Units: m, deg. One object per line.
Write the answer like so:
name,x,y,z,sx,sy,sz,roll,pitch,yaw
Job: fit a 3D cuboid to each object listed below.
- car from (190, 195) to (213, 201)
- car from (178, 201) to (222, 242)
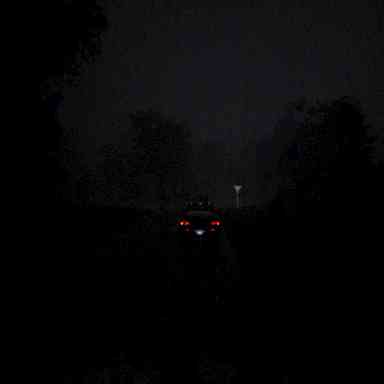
car,0.874,1.034,30.536,2.097,1.767,4.553,0,1,4
car,0.358,1.379,15.405,1.812,1.442,4.674,0,1,1
